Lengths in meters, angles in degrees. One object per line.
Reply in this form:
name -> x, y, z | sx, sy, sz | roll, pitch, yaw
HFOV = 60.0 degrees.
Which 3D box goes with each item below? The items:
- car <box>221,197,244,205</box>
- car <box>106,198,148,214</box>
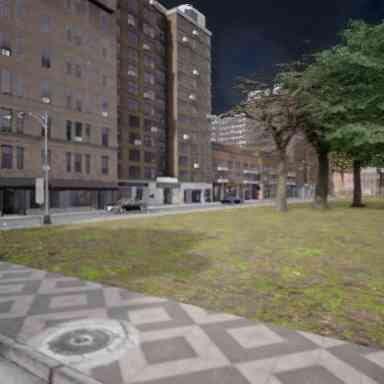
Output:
car -> 6.445, 1.399, 53.191 | 1.895, 1.301, 4.718 | -1, 0, 36
car -> -6.779, 1.441, 34.838 | 2.128, 1.511, 4.902 | -1, 0, 36
